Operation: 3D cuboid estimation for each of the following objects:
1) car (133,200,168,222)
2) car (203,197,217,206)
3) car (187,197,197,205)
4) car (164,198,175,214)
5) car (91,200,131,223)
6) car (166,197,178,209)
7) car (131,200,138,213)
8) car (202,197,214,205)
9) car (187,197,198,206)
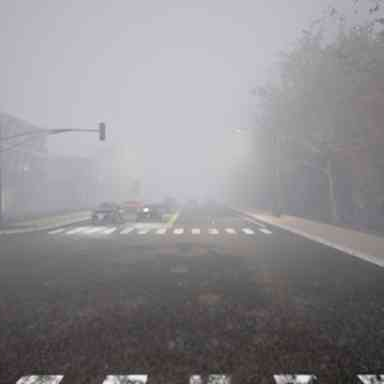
[{"bbox_3d":[-3.351,1.662,27.507,1.994,1.385,4.181,0,0,0],"label":"car"},{"bbox_3d":[3.349,1.803,58.054,1.895,1.301,4.718,0,0,0],"label":"car"},{"bbox_3d":[0.002,1.741,67.993,2.128,1.511,4.902,0,0,0],"label":"car"},{"bbox_3d":[-3.345,1.696,37.467,1.994,1.385,4.181,0,0,0],"label":"car"},{"bbox_3d":[-6.601,1.586,26.522,2.128,1.511,4.902,0,0,0],"label":"car"},{"bbox_3d":[-3.304,1.529,49.720,2.097,1.767,4.553,0,-1,3],"label":"car"},{"bbox_3d":[-6.598,1.605,36.026,1.882,1.535,5.008,0,0,0],"label":"car"},{"bbox_3d":[3.250,1.780,68.072,2.033,1.411,5.357,0,0,0],"label":"car"},{"bbox_3d":[0.095,1.804,58.227,1.895,1.301,4.718,0,0,0],"label":"car"}]
